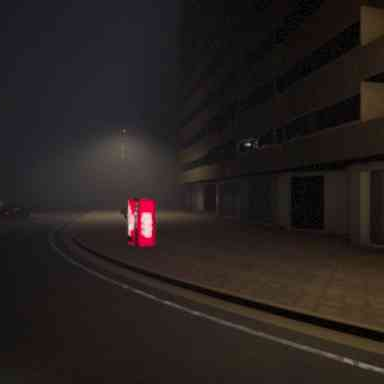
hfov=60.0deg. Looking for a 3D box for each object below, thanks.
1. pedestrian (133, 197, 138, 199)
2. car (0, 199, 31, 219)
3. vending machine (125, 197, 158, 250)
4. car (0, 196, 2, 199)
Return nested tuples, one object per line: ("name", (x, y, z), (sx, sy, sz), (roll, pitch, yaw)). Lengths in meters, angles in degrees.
("pedestrian", (-2.460, 1.120, 14.440), (0.375, 1.860, 0.375), (0, 0, -31))
("car", (-16.154, 1.634, 30.339), (1.812, 1.442, 4.674), (0, 0, -14))
("vending machine", (-2.117, 1.268, 13.884), (1.100, 2.100, 0.880), (0, 0, -32))
("car", (-20.634, 1.329, 33.300), (2.150, 2.045, 5.566), (0, -1, -13))
